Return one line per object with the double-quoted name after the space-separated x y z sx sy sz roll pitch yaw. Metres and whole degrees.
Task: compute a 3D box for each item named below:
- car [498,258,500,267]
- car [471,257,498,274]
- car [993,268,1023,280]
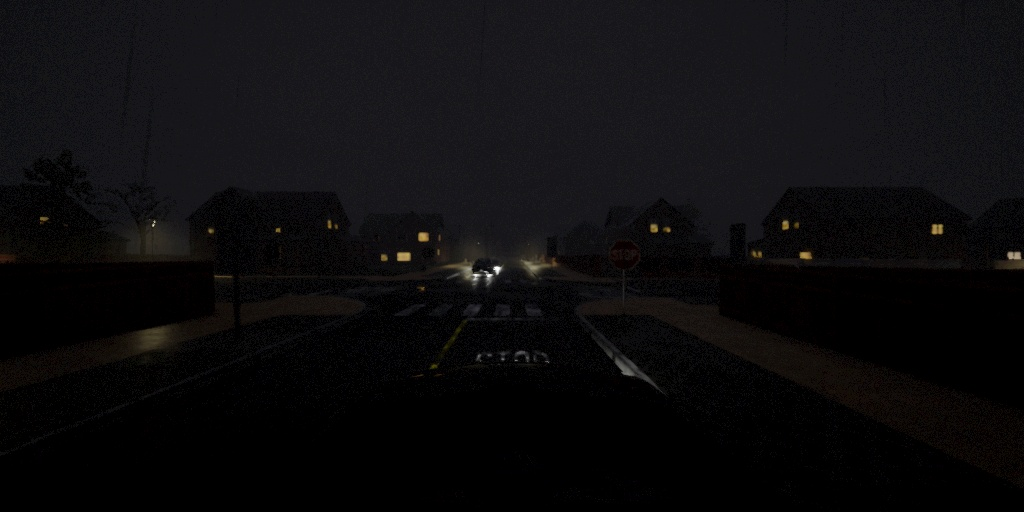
-2.664 0.752 49.354 1.895 1.301 4.718 0 1 0 "car"
-2.693 0.865 34.079 2.033 1.411 5.357 0 1 0 "car"
29.734 1.152 19.727 5.008 1.535 1.882 0 1 0 "car"
